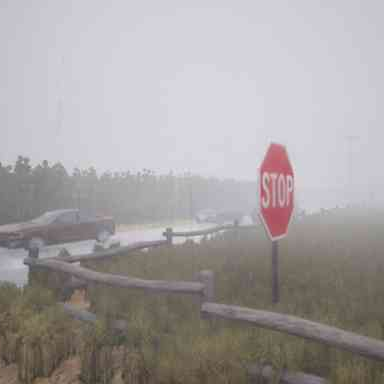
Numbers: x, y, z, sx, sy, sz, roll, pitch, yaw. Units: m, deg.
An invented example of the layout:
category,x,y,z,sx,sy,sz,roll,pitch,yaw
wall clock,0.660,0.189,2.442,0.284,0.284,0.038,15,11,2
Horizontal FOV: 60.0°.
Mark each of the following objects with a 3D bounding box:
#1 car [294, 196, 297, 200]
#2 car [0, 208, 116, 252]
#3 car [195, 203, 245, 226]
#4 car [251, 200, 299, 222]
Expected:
category,x,y,z,sx,sy,sz,roll,pitch,yaw
car,9.267,1.399,34.238,2.150,2.045,5.566,-1,-1,36
car,-5.461,1.470,13.887,1.882,1.535,5.008,-1,-1,36
car,2.104,1.598,24.361,2.128,1.511,4.902,-1,-1,36
car,6.051,1.583,24.209,2.128,1.511,4.902,-1,-1,36
